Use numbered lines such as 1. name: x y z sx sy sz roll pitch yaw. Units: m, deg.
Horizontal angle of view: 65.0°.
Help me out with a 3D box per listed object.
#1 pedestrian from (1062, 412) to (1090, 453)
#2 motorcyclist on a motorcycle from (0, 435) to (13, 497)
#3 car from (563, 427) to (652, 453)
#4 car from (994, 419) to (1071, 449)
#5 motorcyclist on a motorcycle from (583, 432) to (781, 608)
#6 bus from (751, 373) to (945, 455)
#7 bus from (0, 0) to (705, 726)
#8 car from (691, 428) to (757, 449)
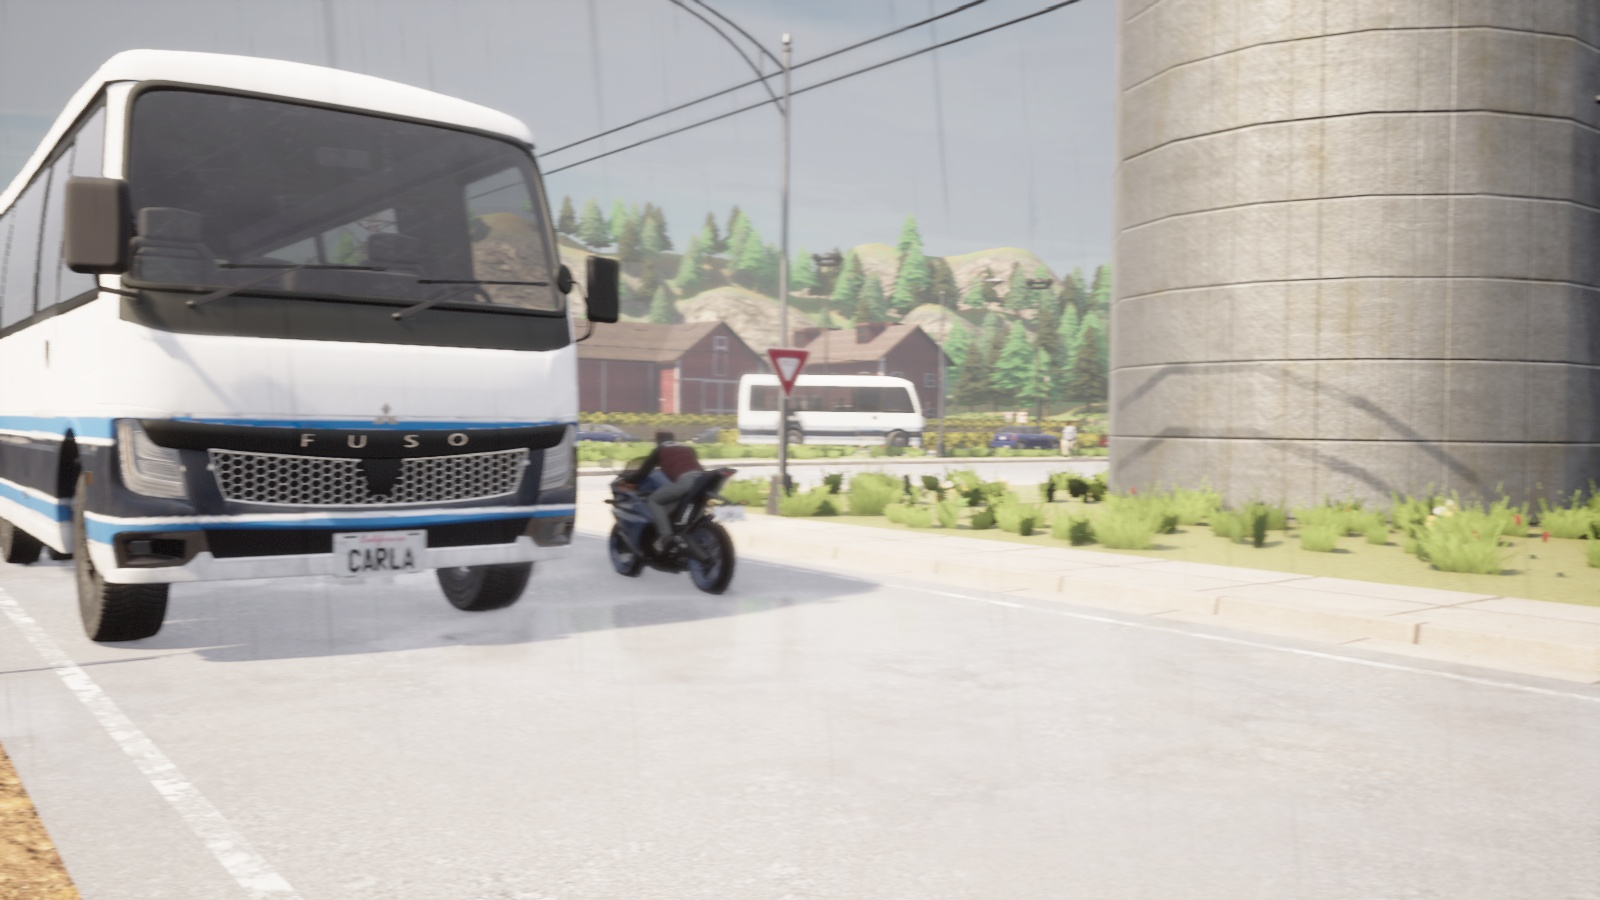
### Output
1. pedestrian: 12.633 -0.800 57.553 0.900 1.855 0.874 -1 1 -39
2. motorcyclist on a motorcycle: -20.509 0.394 31.686 0.866 1.530 2.191 -1 1 -37
3. car: -11.450 -0.575 74.814 4.792 1.488 2.163 0 1 15
4. car: 14.197 -0.986 76.567 4.553 1.767 2.097 -2 2 -38
5. motorcyclist on a motorcycle: -1.185 0.603 12.115 0.866 1.530 2.191 -1 1 -37
6. bus: 2.530 -1.954 68.432 10.273 4.253 3.944 -1 2 -1
7. bus: -5.388 -0.765 11.843 3.944 4.253 10.273 -1 1 -37
8. car: -5.303 -0.825 87.842 4.181 1.385 1.994 -1 1 -37
